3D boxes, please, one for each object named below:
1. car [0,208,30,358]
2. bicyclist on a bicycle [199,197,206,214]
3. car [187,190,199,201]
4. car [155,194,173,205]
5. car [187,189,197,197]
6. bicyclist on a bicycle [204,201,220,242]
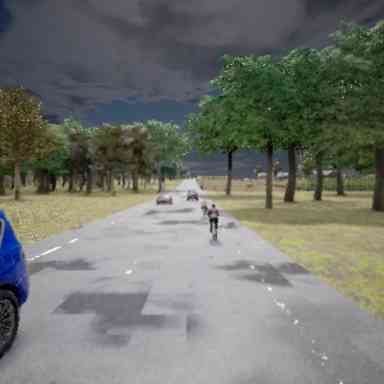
[{"bbox_3d":[-3.598,1.213,2.923,2.150,2.045,5.566,0,0,0],"label":"car"},{"bbox_3d":[0.954,1.187,25.691,0.866,1.612,1.509,0,1,0],"label":"bicyclist on a bicycle"},{"bbox_3d":[0.125,0.669,55.936,1.812,1.442,4.674,0,1,0],"label":"car"},{"bbox_3d":[-3.565,0.966,43.337,1.994,1.385,4.181,0,1,0],"label":"car"},{"bbox_3d":[0.035,0.229,73.683,2.128,1.511,4.902,0,2,0],"label":"car"},{"bbox_3d":[0.970,1.365,14.829,0.582,1.620,1.656,0,0,0],"label":"bicyclist on a bicycle"}]
